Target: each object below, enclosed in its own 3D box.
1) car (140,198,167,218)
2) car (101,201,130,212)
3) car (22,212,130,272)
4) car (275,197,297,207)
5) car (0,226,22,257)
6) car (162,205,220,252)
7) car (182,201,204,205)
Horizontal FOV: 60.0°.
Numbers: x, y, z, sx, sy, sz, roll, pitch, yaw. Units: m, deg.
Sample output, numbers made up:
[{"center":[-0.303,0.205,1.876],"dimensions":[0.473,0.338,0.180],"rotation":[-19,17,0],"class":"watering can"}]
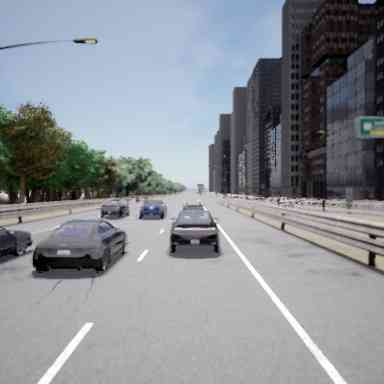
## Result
[{"center":[-3.391,1.378,29.992],"dimensions":[2.097,1.767,4.553],"rotation":[0,0,0],"class":"car"},{"center":[-6.891,1.518,30.239],"dimensions":[2.128,1.511,4.902],"rotation":[0,0,0],"class":"car"},{"center":[-3.398,1.572,10.827],"dimensions":[1.994,1.385,4.181],"rotation":[0,0,0],"class":"car"},{"center":[15.912,1.671,56.626],"dimensions":[2.128,1.511,4.902],"rotation":[0,0,-18],"class":"car"},{"center":[-6.898,1.555,10.028],"dimensions":[2.033,1.411,5.357],"rotation":[0,0,0],"class":"car"},{"center":[0.104,1.502,13.900],"dimensions":[2.128,1.511,4.902],"rotation":[0,0,0],"class":"car"},{"center":[0.108,1.518,30.227],"dimensions":[2.128,1.511,4.902],"rotation":[0,0,0],"class":"car"}]
